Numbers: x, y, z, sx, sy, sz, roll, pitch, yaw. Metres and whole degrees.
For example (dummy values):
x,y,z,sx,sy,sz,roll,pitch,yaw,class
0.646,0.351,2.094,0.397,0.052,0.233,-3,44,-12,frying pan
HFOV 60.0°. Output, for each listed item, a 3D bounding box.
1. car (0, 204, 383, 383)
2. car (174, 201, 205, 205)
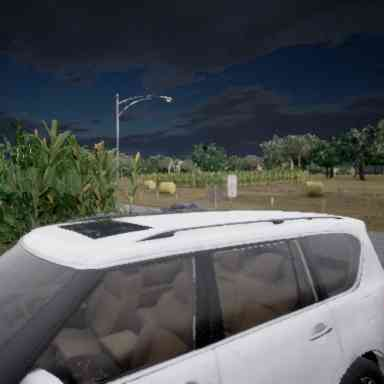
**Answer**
x,y,z,sx,sy,sz,roll,pitch,yaw,class
-0.523,1.226,2.576,5.566,2.045,2.150,0,0,-36,car
0.117,1.238,19.287,1.895,1.301,4.718,-1,2,-35,car
